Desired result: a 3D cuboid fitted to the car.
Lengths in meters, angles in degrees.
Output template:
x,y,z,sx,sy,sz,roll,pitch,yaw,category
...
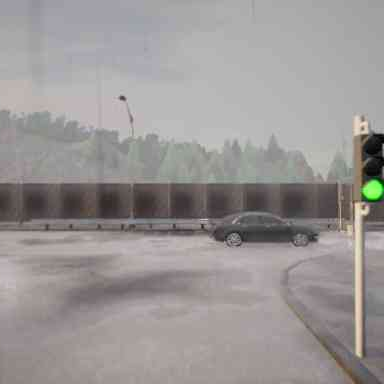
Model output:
x,y,z,sx,sy,sz,roll,pitch,yaw,category
3.208,1.683,15.196,4.892,1.490,1.837,0,-1,0,car
